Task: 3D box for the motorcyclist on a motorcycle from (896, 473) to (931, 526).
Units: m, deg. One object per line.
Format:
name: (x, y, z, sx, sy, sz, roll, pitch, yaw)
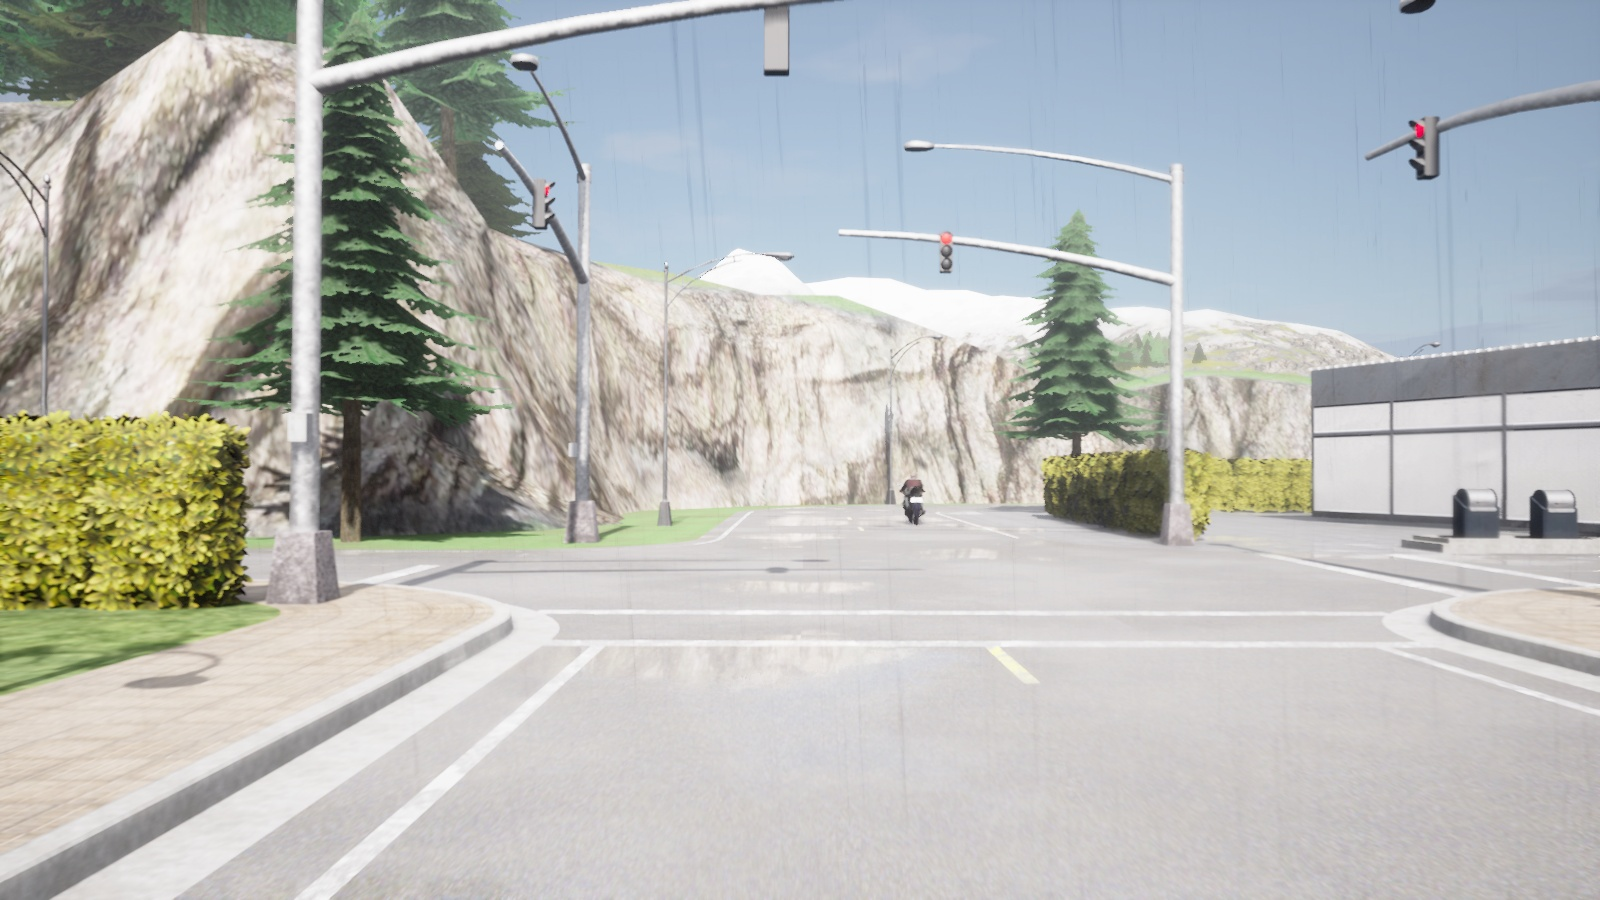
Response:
motorcyclist on a motorcycle: (3.406, 1.469, 37.828, 0.866, 1.530, 2.191, 0, -1, 0)
